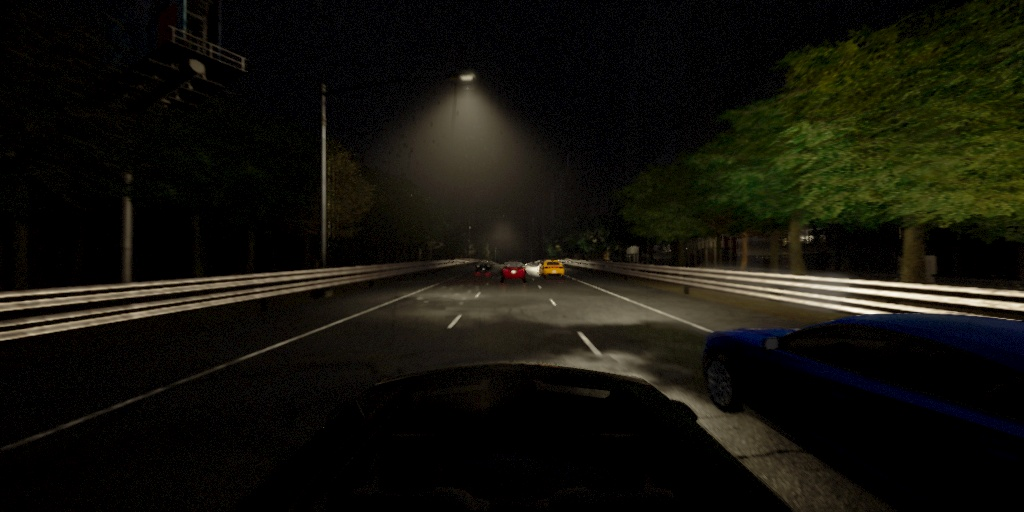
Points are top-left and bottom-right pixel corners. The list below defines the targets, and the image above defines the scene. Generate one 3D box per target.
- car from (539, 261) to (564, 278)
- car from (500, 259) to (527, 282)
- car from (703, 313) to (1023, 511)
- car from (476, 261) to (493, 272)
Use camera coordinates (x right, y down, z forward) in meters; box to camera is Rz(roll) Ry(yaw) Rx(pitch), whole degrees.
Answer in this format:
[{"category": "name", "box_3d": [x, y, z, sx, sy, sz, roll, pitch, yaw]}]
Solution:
[{"category": "car", "box_3d": [3.623, 1.163, 33.155, 1.882, 1.535, 5.008, 0, 0, 0]}, {"category": "car", "box_3d": [0.120, 1.208, 28.577, 2.163, 1.488, 4.792, 0, 0, 0]}, {"category": "car", "box_3d": [3.601, 1.227, 3.031, 1.882, 1.535, 5.008, 0, 0, 0]}, {"category": "car", "box_3d": [-3.368, 1.240, 44.884, 1.895, 1.301, 4.718, 0, 0, 0]}]
